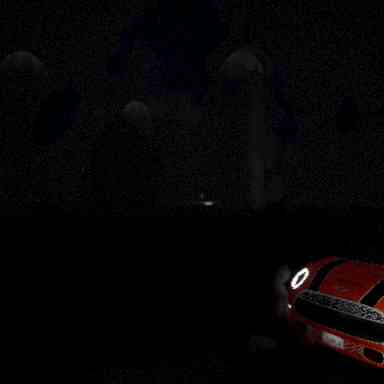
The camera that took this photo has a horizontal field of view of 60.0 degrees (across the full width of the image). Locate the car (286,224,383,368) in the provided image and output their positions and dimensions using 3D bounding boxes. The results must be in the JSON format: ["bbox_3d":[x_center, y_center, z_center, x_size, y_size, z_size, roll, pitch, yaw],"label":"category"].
[{"bbox_3d":[3.688,1.357,5.657,4.553,1.767,2.097,0,0,-35],"label":"car"}]
